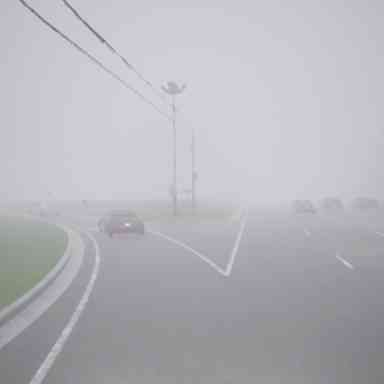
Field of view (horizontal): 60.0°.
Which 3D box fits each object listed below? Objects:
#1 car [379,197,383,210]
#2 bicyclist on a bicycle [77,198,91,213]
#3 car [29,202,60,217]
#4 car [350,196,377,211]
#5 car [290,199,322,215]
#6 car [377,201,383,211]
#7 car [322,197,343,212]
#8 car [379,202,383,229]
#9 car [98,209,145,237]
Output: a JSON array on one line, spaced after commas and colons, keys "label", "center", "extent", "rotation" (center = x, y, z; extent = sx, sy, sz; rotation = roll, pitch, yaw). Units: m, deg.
[{"label": "car", "center": [21.996, 1.240, 35.818], "extent": [1.994, 1.385, 4.181], "rotation": [-1, 0, 10]}, {"label": "bicyclist on a bicycle", "center": [-12.248, 1.527, 37.667], "extent": [0.582, 1.620, 1.656], "rotation": [-1, 0, 44]}, {"label": "car", "center": [-15.604, 1.804, 35.191], "extent": [4.674, 1.442, 1.812], "rotation": [-1, 0, 43]}, {"label": "car", "center": [18.369, 1.239, 35.464], "extent": [1.837, 1.490, 4.892], "rotation": [-1, 0, 10]}, {"label": "car", "center": [10.596, 1.404, 31.902], "extent": [2.033, 1.411, 5.357], "rotation": [-1, 0, 10]}, {"label": "car", "center": [5.908, 1.133, 6.525], "extent": [2.150, 2.045, 5.566], "rotation": [-1, 0, 10]}, {"label": "car", "center": [14.921, 1.295, 36.056], "extent": [1.837, 1.490, 4.892], "rotation": [-1, 0, 10]}, {"label": "car", "center": [11.335, 1.311, 16.624], "extent": [1.882, 1.535, 5.008], "rotation": [-1, 0, 10]}, {"label": "car", "center": [-4.059, 1.646, 18.811], "extent": [1.994, 1.385, 4.181], "rotation": [-1, 0, -23]}]
